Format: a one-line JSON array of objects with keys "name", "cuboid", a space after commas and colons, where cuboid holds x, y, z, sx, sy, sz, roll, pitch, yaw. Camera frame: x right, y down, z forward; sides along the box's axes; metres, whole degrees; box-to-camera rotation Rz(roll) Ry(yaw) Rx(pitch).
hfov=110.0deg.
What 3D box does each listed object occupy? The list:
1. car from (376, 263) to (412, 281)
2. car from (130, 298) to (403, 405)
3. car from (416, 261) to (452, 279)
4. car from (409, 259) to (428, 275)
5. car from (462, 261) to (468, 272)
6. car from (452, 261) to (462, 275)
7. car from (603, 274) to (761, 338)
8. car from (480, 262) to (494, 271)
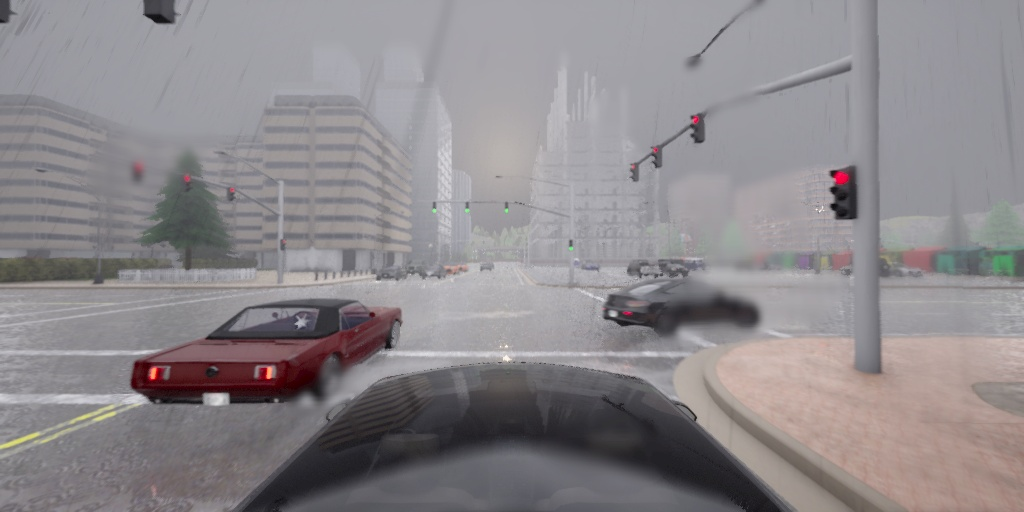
[{"name": "car", "cuboid": [-11.514, 1.634, 34.594, 1.994, 1.385, 4.181, 0, -1, 0]}, {"name": "car", "cuboid": [-3.451, 1.396, 6.382, 1.895, 1.301, 4.718, 0, -1, -1]}, {"name": "car", "cuboid": [-8.034, 1.589, 37.384, 2.128, 1.511, 4.902, 0, -1, 0]}, {"name": "car", "cuboid": [-11.573, 1.383, 43.954, 2.150, 2.045, 5.566, 0, -1, 0]}, {"name": "car", "cuboid": [-8.114, 1.634, 56.298, 2.097, 1.767, 4.553, 0, -1, 0]}, {"name": "car", "cuboid": [-8.086, 1.536, 46.297, 2.097, 1.767, 4.553, 0, -1, 0]}, {"name": "car", "cuboid": [4.851, 1.359, 10.282, 4.674, 1.442, 1.812, 0, -2, -20]}, {"name": "car", "cuboid": [-4.513, 1.836, 62.613, 2.128, 1.511, 4.902, 0, 0, 0]}]
